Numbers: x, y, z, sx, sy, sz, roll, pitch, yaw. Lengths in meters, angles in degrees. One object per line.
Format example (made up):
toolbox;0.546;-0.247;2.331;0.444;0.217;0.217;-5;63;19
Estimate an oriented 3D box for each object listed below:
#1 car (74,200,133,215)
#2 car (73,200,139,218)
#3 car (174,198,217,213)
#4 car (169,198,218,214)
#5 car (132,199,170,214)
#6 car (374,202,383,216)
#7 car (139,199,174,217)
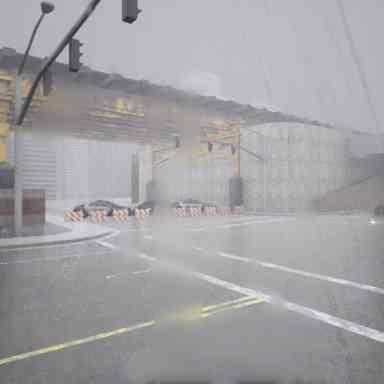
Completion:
car;-7.595;1.295;28.805;4.536;1.218;1.853;0;0;8
car;-7.544;1.453;28.798;4.974;1.542;2.038;0;0;8
car;0.056;1.295;35.241;4.536;1.218;1.853;0;0;-7
car;0.108;1.453;35.247;4.974;1.542;2.038;0;0;-7
car;-3.784;1.295;31.535;1.853;1.218;4.536;0;0;18
car;19.020;1.478;31.348;5.008;1.535;1.882;0;0;-37
car;-3.800;1.453;31.485;2.038;1.542;4.974;0;0;18
